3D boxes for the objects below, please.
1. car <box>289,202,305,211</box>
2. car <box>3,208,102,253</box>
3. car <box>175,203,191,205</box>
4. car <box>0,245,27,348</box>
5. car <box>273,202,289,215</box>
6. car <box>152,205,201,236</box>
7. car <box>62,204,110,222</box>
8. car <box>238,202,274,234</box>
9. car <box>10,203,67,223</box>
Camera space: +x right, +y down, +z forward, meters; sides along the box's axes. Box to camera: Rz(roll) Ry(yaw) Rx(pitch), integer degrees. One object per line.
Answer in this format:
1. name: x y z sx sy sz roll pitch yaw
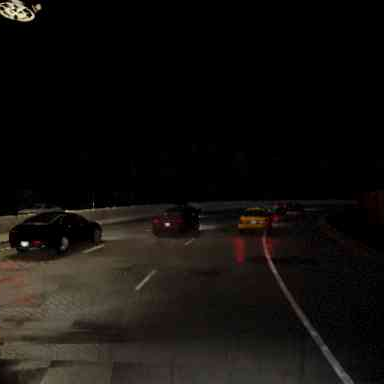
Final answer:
1. car: 14.779 2.040 47.985 1.895 1.301 4.718 0 -1 35
2. car: -5.534 1.603 14.153 1.837 1.490 4.892 0 -1 9
3. car: -0.804 1.808 32.166 2.033 1.411 5.357 0 -1 20
4. car: -3.243 1.484 1.944 1.882 1.535 5.008 0 0 2
5. car: 9.663 1.875 38.993 1.812 1.442 4.674 0 -1 29
6. car: -0.851 1.723 19.680 1.994 1.385 4.181 0 0 13
7. car: -9.255 1.775 29.422 1.994 1.385 4.181 0 0 18
8. car: 3.970 1.637 20.587 1.801 1.575 5.366 0 0 14
9. car: -13.102 1.719 28.763 1.812 1.442 4.674 0 -1 16
